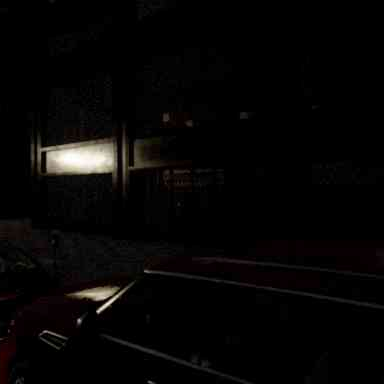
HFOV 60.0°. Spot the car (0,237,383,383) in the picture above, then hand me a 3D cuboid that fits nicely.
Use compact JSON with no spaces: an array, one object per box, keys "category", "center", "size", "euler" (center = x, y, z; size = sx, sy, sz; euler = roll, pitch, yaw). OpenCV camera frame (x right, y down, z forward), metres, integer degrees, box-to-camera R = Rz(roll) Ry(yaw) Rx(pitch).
[{"category":"car","center":[0.490,1.318,2.615],"size":[5.009,1.841,2.192],"euler":[0,0,36]}]
